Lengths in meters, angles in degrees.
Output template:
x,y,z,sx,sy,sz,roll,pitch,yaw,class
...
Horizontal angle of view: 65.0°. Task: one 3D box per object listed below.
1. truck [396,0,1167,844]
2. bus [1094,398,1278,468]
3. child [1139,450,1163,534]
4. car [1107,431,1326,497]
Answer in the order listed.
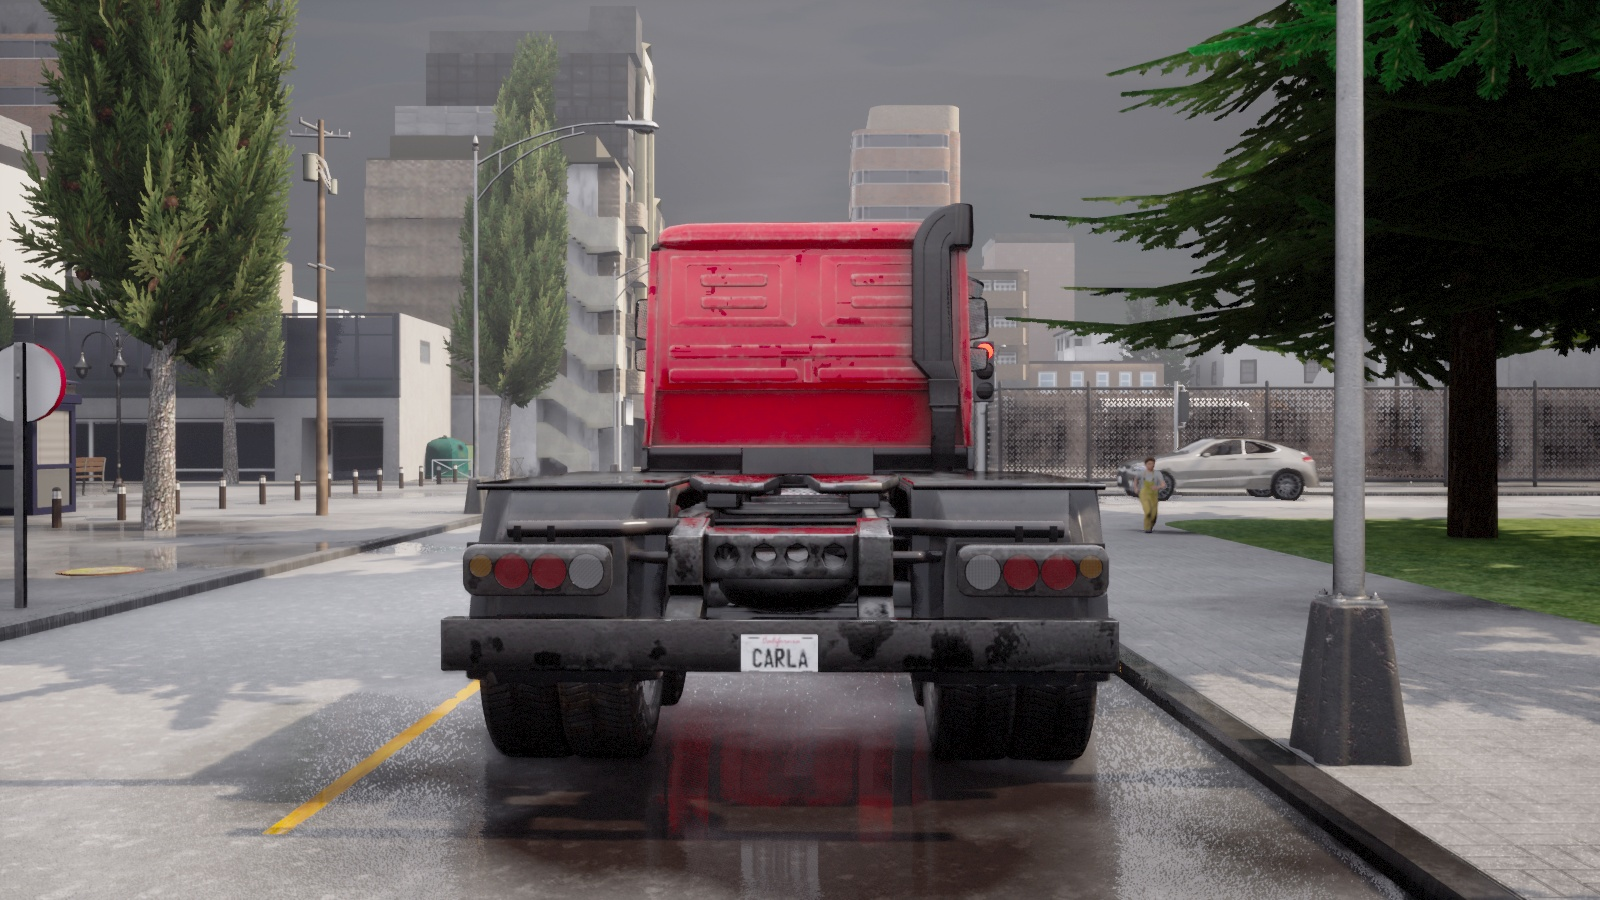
x,y,z,sx,sy,sz,roll,pitch,yaw,class
0.020,-0.284,8.679,2.891,3.462,7.936,0,0,1,truck
23.857,-1.052,78.208,10.273,4.253,3.944,0,0,2,bus
5.327,0.633,19.074,0.270,1.263,0.437,0,0,4,child
10.822,0.348,32.934,5.027,1.651,2.152,0,0,0,car
